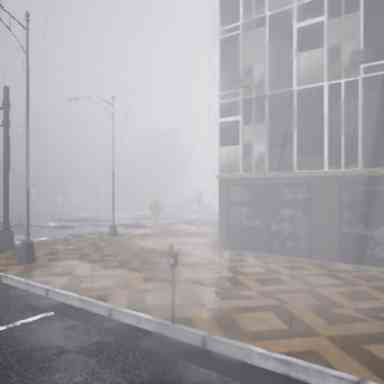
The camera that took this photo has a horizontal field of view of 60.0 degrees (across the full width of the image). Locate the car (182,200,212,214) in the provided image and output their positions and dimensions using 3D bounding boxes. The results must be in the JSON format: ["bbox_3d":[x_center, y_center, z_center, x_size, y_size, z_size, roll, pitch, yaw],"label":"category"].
[{"bbox_3d":[0.993,2.205,45.255,1.812,1.442,4.674,0,-1,33],"label":"car"}]

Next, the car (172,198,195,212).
[{"bbox_3d":[-0.601,1.929,48.764,2.150,2.045,5.566,0,-1,33],"label":"car"}]

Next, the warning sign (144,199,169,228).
[{"bbox_3d":[-2.411,1.440,22.501,1.300,1.860,1.060,1,1,33],"label":"warning sign"}]
